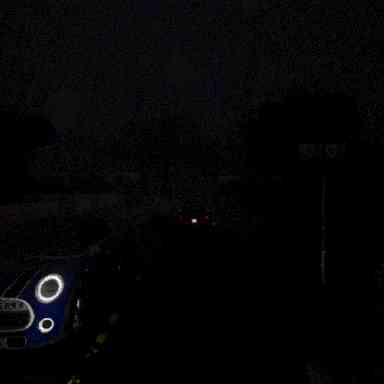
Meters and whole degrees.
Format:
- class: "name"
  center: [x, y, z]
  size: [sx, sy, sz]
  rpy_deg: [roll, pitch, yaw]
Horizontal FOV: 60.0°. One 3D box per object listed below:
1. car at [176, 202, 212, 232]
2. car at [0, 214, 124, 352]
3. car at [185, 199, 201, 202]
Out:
- class: "car"
  center: [0.102, 1.469, 19.348]
  size: [1.994, 1.385, 4.181]
  rpy_deg: [0, 0, 0]
- class: "car"
  center: [-2.750, 1.313, 6.467]
  size: [2.097, 1.767, 4.553]
  rpy_deg: [0, 0, 0]
- class: "car"
  center: [0.098, 1.449, 34.788]
  size: [1.994, 1.385, 4.181]
  rpy_deg: [0, 0, 0]
